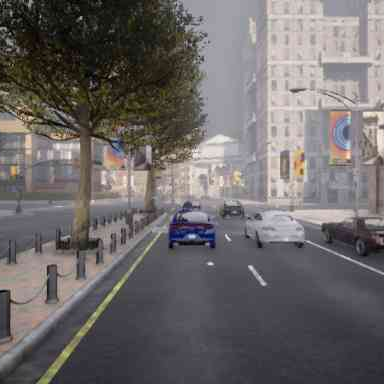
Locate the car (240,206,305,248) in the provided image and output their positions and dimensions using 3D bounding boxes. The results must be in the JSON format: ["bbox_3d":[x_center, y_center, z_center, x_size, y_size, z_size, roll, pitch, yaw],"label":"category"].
[{"bbox_3d":[3.500,1.531,14.650,1.812,1.442,4.674,0,0,0],"label":"car"}]

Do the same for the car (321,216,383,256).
[{"bbox_3d":[6.749,1.592,12.948,1.895,1.301,4.718,0,0,0],"label":"car"}]

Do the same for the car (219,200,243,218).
[{"bbox_3d":[3.500,1.483,29.650,1.882,1.535,5.008,0,0,0],"label":"car"}]

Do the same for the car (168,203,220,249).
[{"bbox_3d":[0.000,1.483,14.650,1.882,1.535,5.008,0,0,0],"label":"car"}]

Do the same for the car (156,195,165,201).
[{"bbox_3d":[-8.000,1.458,85.544,2.128,1.511,4.902,0,0,0],"label":"car"}]

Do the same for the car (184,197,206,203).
[{"bbox_3d":[0.000,1.483,29.650,1.882,1.535,5.008,0,0,0],"label":"car"}]

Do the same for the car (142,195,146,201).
[{"bbox_3d":[-11.500,1.458,85.538,1.812,1.442,4.674,0,0,0],"label":"car"}]
